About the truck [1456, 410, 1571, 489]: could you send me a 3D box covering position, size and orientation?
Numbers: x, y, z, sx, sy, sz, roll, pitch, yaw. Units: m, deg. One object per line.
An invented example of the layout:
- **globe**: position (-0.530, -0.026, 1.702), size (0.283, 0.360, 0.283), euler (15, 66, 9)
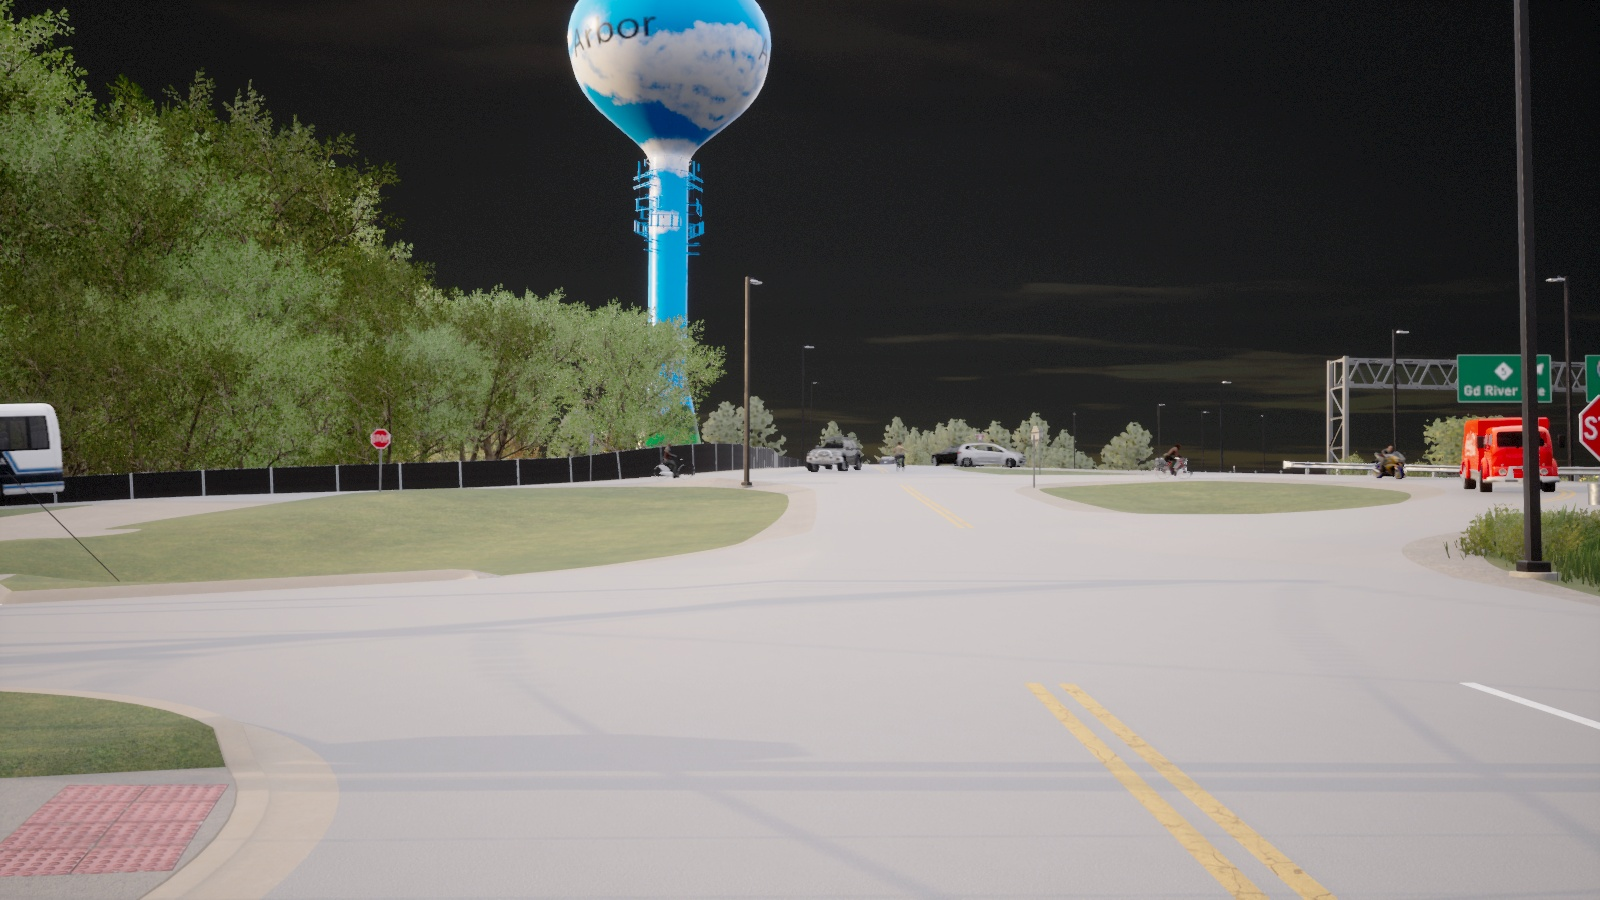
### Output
- **truck**: position (23.931, -0.040, 42.343), size (2.627, 2.467, 5.204), euler (-1, 0, 22)

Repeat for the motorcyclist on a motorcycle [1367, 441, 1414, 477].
- **motorcyclist on a motorcycle**: position (25.926, 0.378, 55.177), size (0.866, 1.530, 2.191), euler (-1, 0, -7)

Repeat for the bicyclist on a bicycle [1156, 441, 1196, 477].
- **bicyclist on a bicycle**: position (17.097, 0.405, 57.093), size (1.656, 1.620, 0.582), euler (-1, 1, -1)

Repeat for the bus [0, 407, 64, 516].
- **bus**: position (-35.201, 0.706, 49.033), size (3.944, 4.253, 10.273), euler (-3, 1, 45)

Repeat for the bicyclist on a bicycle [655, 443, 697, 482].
- **bicyclist on a bicycle**: position (-5.780, 0.588, 58.547), size (1.843, 1.776, 0.659), euler (-2, -1, -12)

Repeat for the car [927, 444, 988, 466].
- **car**: position (11.400, 0.352, 91.230), size (1.882, 1.535, 5.008), euler (0, 0, -28)

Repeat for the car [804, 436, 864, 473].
- **car**: position (1.891, 0.210, 67.387), size (1.932, 1.855, 4.605), euler (0, 1, 19)

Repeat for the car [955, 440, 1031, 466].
- **car**: position (12.907, 0.188, 84.013), size (4.611, 1.667, 2.242), euler (0, -1, 23)
